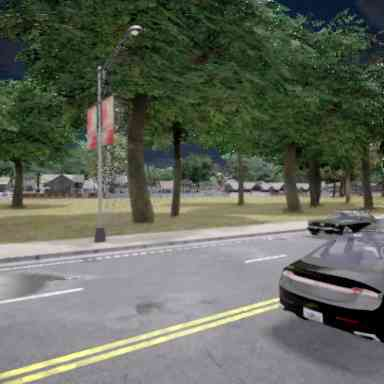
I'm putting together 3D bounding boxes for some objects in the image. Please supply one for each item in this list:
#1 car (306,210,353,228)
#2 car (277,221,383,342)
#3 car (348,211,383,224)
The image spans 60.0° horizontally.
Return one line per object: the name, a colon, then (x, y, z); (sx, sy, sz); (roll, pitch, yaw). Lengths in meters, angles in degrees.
car: (8.137, 1.653, 17.473); (4.718, 1.301, 1.895); (0, 0, -35)
car: (3.661, 1.510, 6.049); (4.902, 1.511, 2.128); (0, 0, -35)
car: (9.239, 1.596, 14.268); (5.357, 1.411, 2.033); (0, 0, -35)
